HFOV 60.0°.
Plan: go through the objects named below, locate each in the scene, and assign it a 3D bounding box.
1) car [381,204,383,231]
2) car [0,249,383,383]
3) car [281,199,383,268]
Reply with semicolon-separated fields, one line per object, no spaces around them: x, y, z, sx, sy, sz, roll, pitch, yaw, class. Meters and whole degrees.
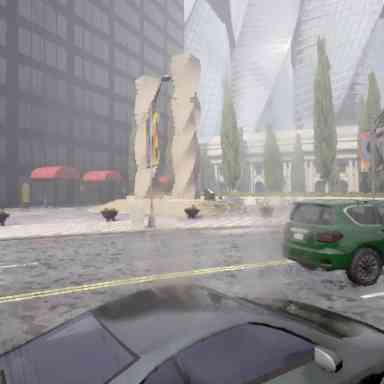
13.503;1.475;18.471;5.008;1.535;1.882;0;0;-5;car
0.151;1.564;2.860;4.181;1.385;1.994;0;0;-34;car
5.197;1.219;9.363;5.566;2.045;2.150;0;0;-21;car
